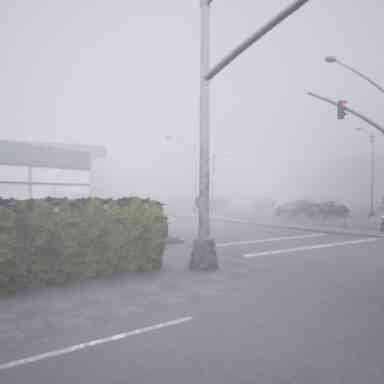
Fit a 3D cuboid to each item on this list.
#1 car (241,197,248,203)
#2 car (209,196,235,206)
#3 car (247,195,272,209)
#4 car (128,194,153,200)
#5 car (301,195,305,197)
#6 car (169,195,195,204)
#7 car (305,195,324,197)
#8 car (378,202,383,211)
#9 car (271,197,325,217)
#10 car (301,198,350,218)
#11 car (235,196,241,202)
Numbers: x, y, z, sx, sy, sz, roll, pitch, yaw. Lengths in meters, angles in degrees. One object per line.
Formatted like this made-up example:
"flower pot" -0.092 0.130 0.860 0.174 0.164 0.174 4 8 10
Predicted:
"car" 13.850 1.562 73.131 5.027 1.636 2.152 1 0 -35
"car" 4.386 1.569 55.111 4.514 1.523 2.007 1 0 -35
"car" 10.090 1.589 46.906 3.633 1.501 1.845 1 0 -35
"car" -9.105 1.576 60.817 3.806 1.475 1.970 1 0 -35
"car" 21.198 1.484 62.656 3.866 1.878 1.905 1 0 -35
"car" -2.183 1.376 65.719 4.605 1.855 1.932 1 0 -35
"car" 23.204 1.507 60.514 4.605 1.855 1.932 1 0 -35
"car" 25.975 1.734 43.399 3.806 1.475 1.970 1 0 -35
"car" 10.610 1.540 32.801 5.027 1.636 2.152 1 0 -35
"car" 12.454 1.549 30.263 4.514 1.523 2.007 1 0 -35
"car" 9.900 1.640 78.198 3.806 1.475 1.970 1 0 -35
